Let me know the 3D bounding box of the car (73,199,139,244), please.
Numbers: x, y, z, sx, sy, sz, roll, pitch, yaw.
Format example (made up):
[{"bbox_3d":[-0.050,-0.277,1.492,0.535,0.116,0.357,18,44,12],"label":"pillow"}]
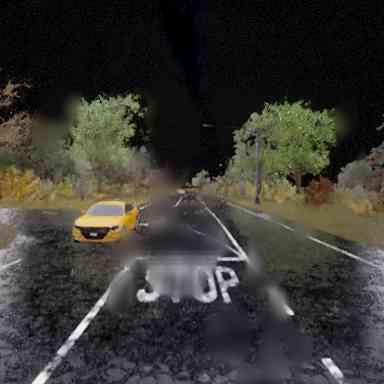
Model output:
[{"bbox_3d":[-3.523,1.135,14.387,1.882,1.535,5.008,2,3,0],"label":"car"}]

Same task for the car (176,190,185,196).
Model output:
[{"bbox_3d":[-3.072,0.168,88.222,1.882,1.535,5.008,0,1,6],"label":"car"}]
